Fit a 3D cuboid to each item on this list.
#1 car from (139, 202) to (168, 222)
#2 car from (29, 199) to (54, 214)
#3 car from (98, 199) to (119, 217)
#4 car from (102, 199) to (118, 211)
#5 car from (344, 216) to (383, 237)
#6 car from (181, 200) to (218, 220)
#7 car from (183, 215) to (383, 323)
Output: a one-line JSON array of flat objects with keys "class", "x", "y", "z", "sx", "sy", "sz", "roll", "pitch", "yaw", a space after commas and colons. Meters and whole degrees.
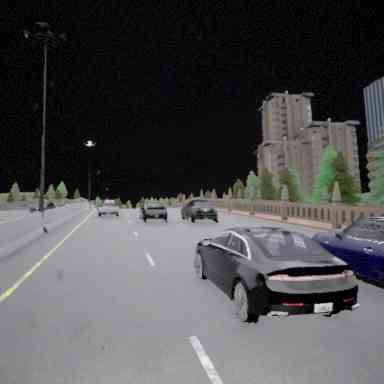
[{"class": "car", "x": -3.141, "y": 1.551, "z": 26.638, "sx": 2.128, "sy": 1.511, "sz": 4.902, "roll": 0, "pitch": 0, "yaw": -13}, {"class": "car", "x": -16.469, "y": 1.571, "z": 36.669, "sx": 2.128, "sy": 1.511, "sz": 4.902, "roll": 0, "pitch": 0, "yaw": -13}, {"class": "car", "x": -8.066, "y": 1.672, "z": 32.288, "sx": 1.895, "sy": 1.301, "sz": 4.718, "roll": 0, "pitch": 0, "yaw": -13}, {"class": "car", "x": -10.437, "y": 1.645, "z": 42.370, "sx": 1.812, "sy": 1.442, "sz": 4.674, "roll": 0, "pitch": -1, "yaw": -13}, {"class": "car", "x": 4.793, "y": 1.371, "z": 8.200, "sx": 2.097, "sy": 1.767, "sz": 4.553, "roll": 0, "pitch": 0, "yaw": -13}, {"class": "car", "x": 0.490, "y": 1.410, "z": 26.488, "sx": 2.097, "sy": 1.767, "sz": 4.553, "roll": 0, "pitch": 0, "yaw": -13}, {"class": "car", "x": 1.404, "y": 1.510, "z": 7.321, "sx": 2.128, "sy": 1.511, "sz": 4.902, "roll": 0, "pitch": 0, "yaw": -13}]
